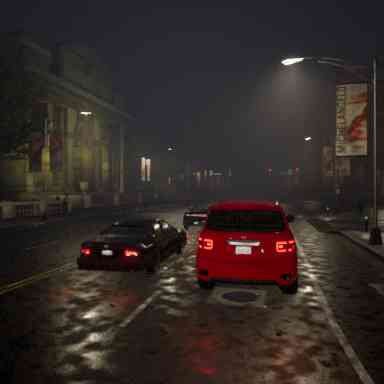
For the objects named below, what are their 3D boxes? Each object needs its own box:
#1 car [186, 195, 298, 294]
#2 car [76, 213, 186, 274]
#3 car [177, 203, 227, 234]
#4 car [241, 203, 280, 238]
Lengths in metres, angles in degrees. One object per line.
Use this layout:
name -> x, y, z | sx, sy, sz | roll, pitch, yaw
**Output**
car -> 1.591, 1.221, 9.061 | 2.150, 2.045, 5.566 | 0, 0, 13
car -> -1.572, 1.547, 10.683 | 2.033, 1.411, 5.357 | 0, 0, 12
car -> 0.798, 1.491, 20.554 | 2.128, 1.511, 4.902 | 0, 0, 14
car -> 3.942, 1.478, 18.723 | 1.882, 1.535, 5.008 | 0, 0, 14
